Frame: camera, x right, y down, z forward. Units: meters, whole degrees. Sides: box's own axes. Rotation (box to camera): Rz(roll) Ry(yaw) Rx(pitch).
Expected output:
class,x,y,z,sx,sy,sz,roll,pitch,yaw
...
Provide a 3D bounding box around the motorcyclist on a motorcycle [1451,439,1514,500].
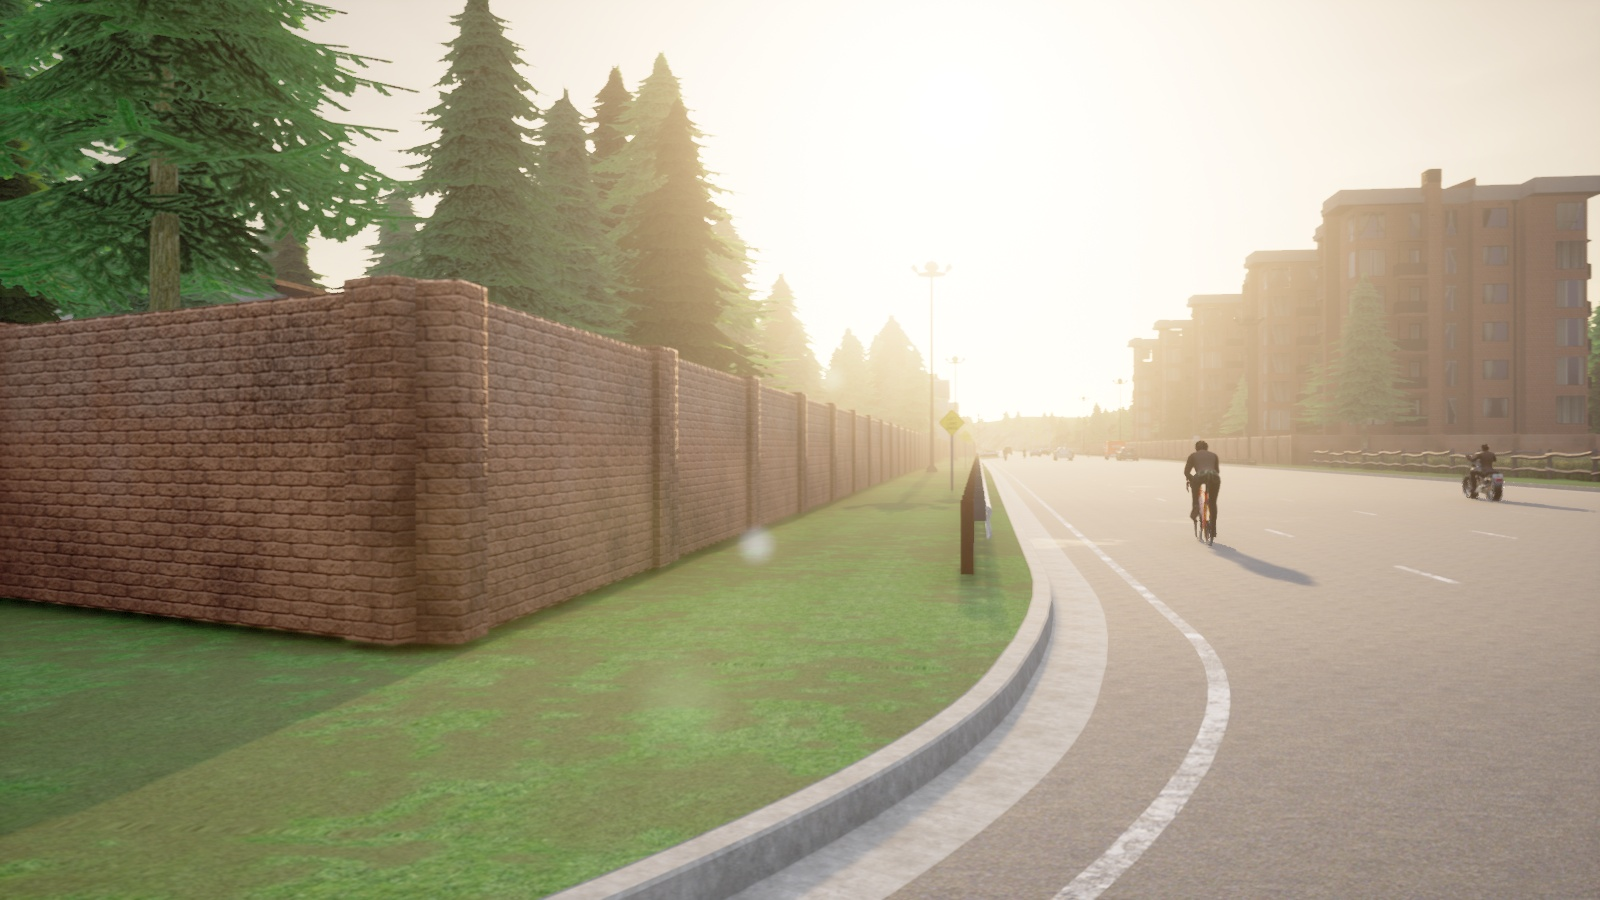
class,x,y,z,sx,sy,sz,roll,pitch,yaw
motorcyclist on a motorcycle,19.173,0.542,35.319,0.766,1.649,2.350,0,0,8

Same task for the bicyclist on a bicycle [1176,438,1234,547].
class,x,y,z,sx,sy,sz,roll,pitch,yaw
bicyclist on a bicycle,6.285,0.640,19.565,0.582,1.620,1.656,0,0,8
